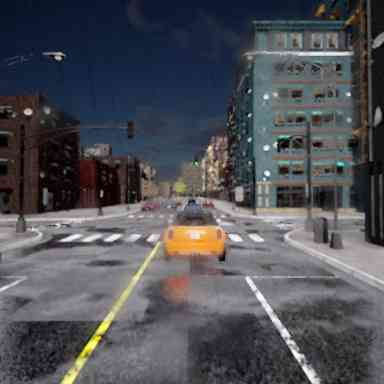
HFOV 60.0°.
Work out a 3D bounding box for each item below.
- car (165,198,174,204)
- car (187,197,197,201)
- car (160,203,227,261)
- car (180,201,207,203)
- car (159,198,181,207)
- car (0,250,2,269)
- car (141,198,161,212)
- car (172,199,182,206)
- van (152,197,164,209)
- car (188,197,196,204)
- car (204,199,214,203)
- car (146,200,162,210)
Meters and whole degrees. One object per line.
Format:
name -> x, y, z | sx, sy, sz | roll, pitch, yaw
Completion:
car -> -5.673, 2.292, 84.500 | 1.802, 1.307, 4.206 | 1, 0, 0
car -> 0.004, 2.100, 72.369 | 1.837, 1.490, 4.892 | 0, 0, 0
car -> 0.100, 1.462, 12.881 | 2.097, 1.767, 4.553 | 0, 0, 0
car -> 0.100, 1.813, 31.446 | 2.033, 1.411, 5.357 | 0, 0, 0
car -> -3.078, 1.888, 47.325 | 2.128, 1.511, 4.902 | 0, 0, 0
car -> -5.677, 1.609, 6.744 | 2.008, 1.369, 4.403 | 1, 0, 0
car -> -5.751, 1.921, 44.699 | 1.887, 1.381, 4.507 | 1, 0, 0
car -> -2.997, 2.161, 66.757 | 1.895, 1.301, 4.718 | 0, 0, 0
van -> -5.670, 1.812, 56.069 | 1.690, 1.788, 3.998 | 1, 0, 0
car -> 0.004, 2.054, 82.795 | 2.128, 1.511, 4.902 | 0, 0, 0
car -> 2.708, 1.912, 56.129 | 1.967, 1.590, 4.097 | 1, 0, 0
car -> -5.674, 1.968, 50.380 | 1.887, 1.381, 4.507 | 1, 0, 0
